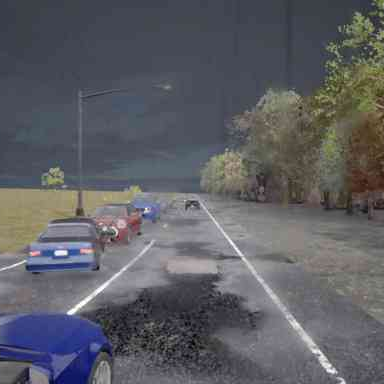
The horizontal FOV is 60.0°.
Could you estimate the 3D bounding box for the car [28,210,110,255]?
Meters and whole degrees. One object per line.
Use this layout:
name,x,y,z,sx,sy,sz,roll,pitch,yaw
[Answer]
car,-3.803,1.549,10.653,2.033,1.411,5.357,0,0,-13

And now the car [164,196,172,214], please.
car,-3.598,1.351,35.285,2.097,1.767,4.553,0,0,0

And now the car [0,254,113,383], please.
car,-1.930,1.526,1.725,1.812,1.442,4.674,0,0,6

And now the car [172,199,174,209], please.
car,-3.599,1.347,45.292,2.097,1.767,4.553,0,0,0

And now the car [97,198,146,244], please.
car,-3.676,1.354,15.622,2.097,1.767,4.553,0,0,1

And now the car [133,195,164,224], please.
car,-3.607,1.223,25.281,2.150,2.045,5.566,0,0,-1

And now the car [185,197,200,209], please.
car,0.054,1.501,44.302,1.837,1.490,4.892,0,0,0
